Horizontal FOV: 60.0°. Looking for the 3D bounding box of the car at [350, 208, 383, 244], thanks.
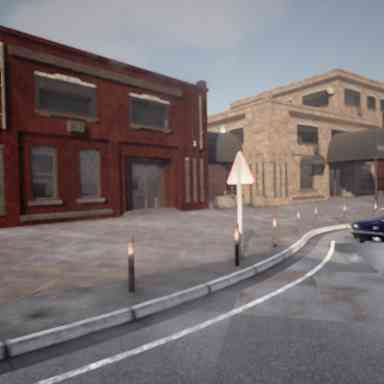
[{"bbox_3d":[8.055,1.256,12.894,4.718,1.301,1.895,-2,1,-39],"label":"car"}]
